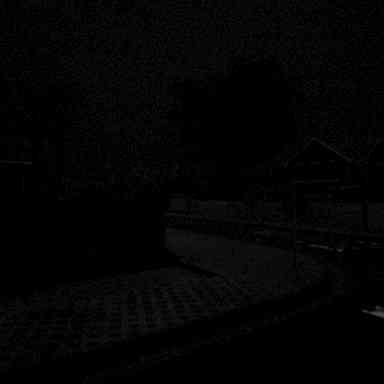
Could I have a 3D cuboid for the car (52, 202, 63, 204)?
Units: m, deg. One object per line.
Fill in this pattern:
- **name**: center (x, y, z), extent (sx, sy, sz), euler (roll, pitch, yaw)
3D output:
- **car**: center (-19.039, 2.133, 47.212), extent (2.033, 1.411, 5.357), euler (1, -2, -42)
